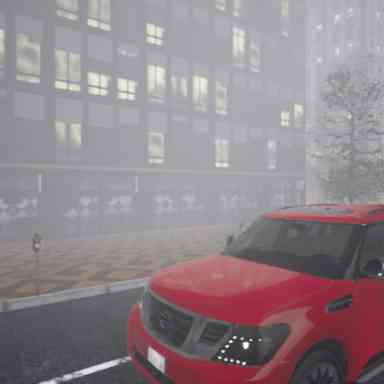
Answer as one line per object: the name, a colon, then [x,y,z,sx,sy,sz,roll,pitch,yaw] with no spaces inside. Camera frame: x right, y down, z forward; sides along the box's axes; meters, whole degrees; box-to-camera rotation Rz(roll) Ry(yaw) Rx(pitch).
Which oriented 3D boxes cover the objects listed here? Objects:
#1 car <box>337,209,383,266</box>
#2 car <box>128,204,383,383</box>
car: [7.182,1.466,11.677,4.097,1.590,1.967,0,-1,-35]
car: [1.915,1.229,4.740,5.566,2.045,2.150,0,0,-35]
